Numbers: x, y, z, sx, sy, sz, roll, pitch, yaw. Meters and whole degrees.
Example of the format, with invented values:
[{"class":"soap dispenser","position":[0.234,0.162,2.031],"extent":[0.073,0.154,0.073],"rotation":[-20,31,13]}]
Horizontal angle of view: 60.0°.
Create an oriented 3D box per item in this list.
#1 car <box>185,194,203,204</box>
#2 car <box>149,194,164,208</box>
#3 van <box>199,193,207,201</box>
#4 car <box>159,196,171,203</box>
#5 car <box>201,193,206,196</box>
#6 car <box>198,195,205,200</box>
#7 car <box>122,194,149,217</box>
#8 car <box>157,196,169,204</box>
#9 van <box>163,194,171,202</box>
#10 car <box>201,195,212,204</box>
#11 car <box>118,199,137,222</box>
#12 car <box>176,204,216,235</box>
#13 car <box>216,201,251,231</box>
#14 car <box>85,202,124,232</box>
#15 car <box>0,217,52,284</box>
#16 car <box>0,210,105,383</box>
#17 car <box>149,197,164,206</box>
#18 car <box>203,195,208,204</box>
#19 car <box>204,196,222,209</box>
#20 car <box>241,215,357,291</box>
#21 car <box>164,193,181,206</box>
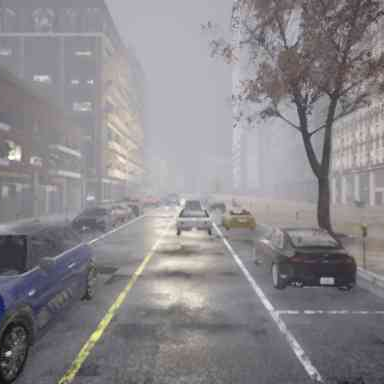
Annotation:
[{"class":"car","position":[0.113,1.428,42.172],"extent":[1.882,1.535,5.008],"rotation":[0,0,0]},{"class":"car","position":[-5.661,1.260,47.821],"extent":[2.192,1.841,5.009],"rotation":[1,0,0]},{"class":"van","position":[2.728,1.256,81.237],"extent":[1.690,1.788,3.998],"rotation":[1,0,0]},{"class":"car","position":[-5.659,1.475,70.100],"extent":[2.008,1.369,4.403],"rotation":[1,0,0]},{"class":"car","position":[2.718,1.380,53.388],"extent":[1.967,1.590,4.097],"rotation":[1,0,0]},{"class":"car","position":[2.728,1.487,92.375],"extent":[1.802,1.307,4.206],"rotation":[1,0,0]},{"class":"car","position":[-5.666,1.277,31.114],"extent":[2.192,1.841,5.009],"rotation":[1,0,0]},{"class":"car","position":[-5.660,1.495,64.531],"extent":[1.947,1.339,4.313],"rotation":[1,0,0]},{"class":"van","position":[-5.654,1.260,75.671],"extent":[1.690,1.788,3.998],"rotation":[1,0,0]},{"class":"car","position":[2.722,1.369,64.528],"extent":[1.967,1.590,4.097],"rotation":[1,0,0]},{"class":"car","position":[-5.671,1.494,25.373],"extent":[1.752,1.417,4.829],"rotation":[1,0,0]},{"class":"car","position":[0.108,1.577,18.792],"extent":[1.895,1.301,4.718],"rotation":[0,0,0]},{"class":"car","position":[2.708,1.500,20.141],"extent":[1.752,1.417,4.829],"rotation":[1,0,0]},{"class":"car","position":[-5.673,1.541,19.974],"extent":[1.947,1.339,4.313],"rotation":[1,0,0]},{"class":"car","position":[-5.676,1.539,8.835],"extent":[2.008,1.369,4.403],"rotation":[1,0,0]},{"class":"car","position":[-3.099,1.346,5.298],"extent":[2.097,1.767,4.553],"rotation":[0,0,0]},{"class":"car","position":[-5.664,1.484,53.391],"extent":[1.887,1.381,4.507],"rotation":[1,0,0]},{"class":"car","position":[2.714,1.502,42.248],"extent":[2.008,1.369,4.403],"rotation":[1,0,0]},{"class":"car","position":[2.712,1.507,36.680],"extent":[2.008,1.369,4.403],"rotation":[1,0,0]},{"class":"car","position":[2.704,1.539,8.831],"extent":[2.008,1.369,4.403],"rotation":[1,0,0]},{"class":"car","position":[-2.992,1.166,53.371],"extent":[2.150,2.045,5.566],"rotation":[0,0,0]}]
